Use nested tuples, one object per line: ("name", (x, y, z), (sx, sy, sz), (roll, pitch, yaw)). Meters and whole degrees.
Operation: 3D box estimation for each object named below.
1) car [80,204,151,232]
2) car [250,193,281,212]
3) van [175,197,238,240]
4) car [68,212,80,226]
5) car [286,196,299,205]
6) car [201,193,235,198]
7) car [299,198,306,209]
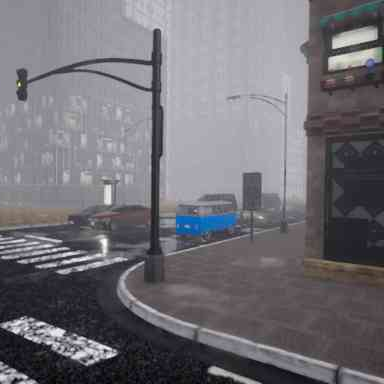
("car", (-4.043, 1.460, 20.096), (1.812, 1.442, 4.674), (1, 1, 37))
("car", (8.091, 1.119, 37.183), (2.150, 2.045, 5.566), (1, 1, 36))
("van", (0.853, 1.364, 16.989), (1.690, 1.788, 3.998), (1, 1, 35))
("car", (-5.986, 1.460, 21.838), (1.947, 1.339, 4.313), (1, 1, 35))
("car", (16.313, 1.356, 53.294), (1.752, 1.417, 4.829), (1, 1, 35))
("car", (1.903, 1.137, 28.478), (2.150, 2.045, 5.566), (1, 1, 36))
("car", (15.631, 1.458, 42.418), (1.812, 1.442, 4.674), (1, 1, 36))
